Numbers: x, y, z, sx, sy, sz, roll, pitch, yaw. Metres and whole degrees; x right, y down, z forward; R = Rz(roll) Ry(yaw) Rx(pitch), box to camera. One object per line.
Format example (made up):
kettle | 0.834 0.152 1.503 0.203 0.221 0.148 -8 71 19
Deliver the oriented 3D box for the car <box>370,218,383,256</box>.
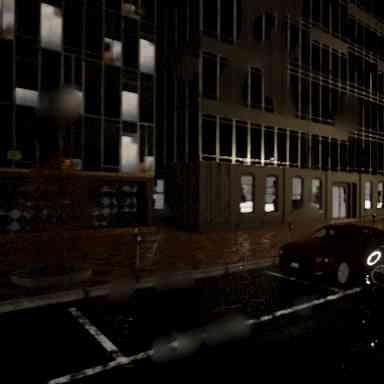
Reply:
car | 9.074 1.698 13.033 4.313 1.339 1.947 1 0 -36

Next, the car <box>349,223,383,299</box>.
car | 5.885 1.433 7.578 4.553 1.767 2.097 1 0 -35

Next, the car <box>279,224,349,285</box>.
car | 4.441 1.627 9.727 4.507 1.381 1.887 1 0 -36
